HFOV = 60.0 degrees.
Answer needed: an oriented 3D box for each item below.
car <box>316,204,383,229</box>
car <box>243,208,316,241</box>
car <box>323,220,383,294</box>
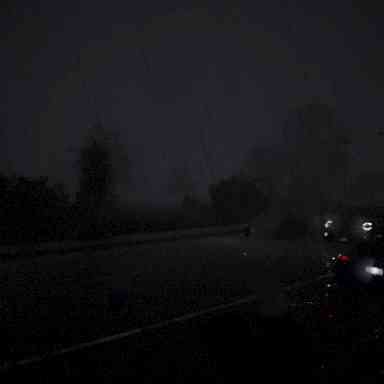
[{"bbox_3d":[7.857,1.373,15.124,4.553,1.767,2.097,0,0,-42],"label":"car"},{"bbox_3d":[4.596,1.550,16.883,4.674,1.442,1.812,0,0,-41],"label":"car"},{"bbox_3d":[5.268,1.576,8.041,4.181,1.385,1.994,0,0,-39],"label":"car"}]
